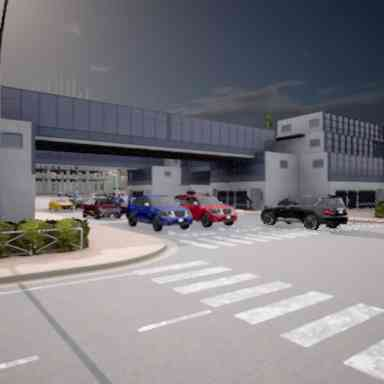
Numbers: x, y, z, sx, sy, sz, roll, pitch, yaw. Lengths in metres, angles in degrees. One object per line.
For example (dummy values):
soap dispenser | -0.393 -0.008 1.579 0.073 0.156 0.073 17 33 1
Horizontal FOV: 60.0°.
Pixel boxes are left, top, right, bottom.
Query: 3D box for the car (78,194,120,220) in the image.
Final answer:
car | -7.716 1.341 28.378 2.097 1.767 4.553 0 0 -36

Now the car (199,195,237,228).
car | 0.634 1.206 22.822 2.150 2.045 5.566 0 0 -36

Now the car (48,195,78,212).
car | -15.410 1.467 39.032 1.882 1.535 5.008 0 0 -36

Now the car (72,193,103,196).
car | -13.218 1.338 41.979 2.097 1.767 4.553 0 0 -36

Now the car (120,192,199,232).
car | -2.211 1.210 20.741 2.150 2.045 5.566 0 0 -35

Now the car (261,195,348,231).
car | 6.822 1.202 20.808 2.150 2.045 5.566 1 0 -33

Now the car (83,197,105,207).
car | -14.874 1.507 50.473 1.812 1.442 4.674 0 0 -35

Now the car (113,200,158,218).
car | -5.376 1.532 31.113 2.033 1.411 5.357 0 0 -36

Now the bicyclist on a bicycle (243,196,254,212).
bicyclist on a bicycle | 5.972 1.276 35.022 1.656 1.620 0.582 0 0 -36
